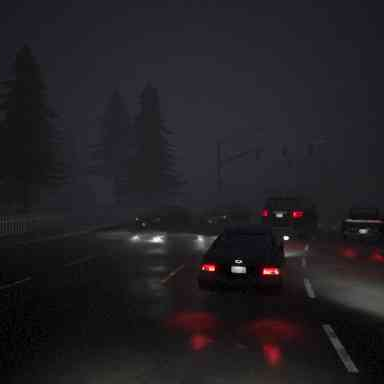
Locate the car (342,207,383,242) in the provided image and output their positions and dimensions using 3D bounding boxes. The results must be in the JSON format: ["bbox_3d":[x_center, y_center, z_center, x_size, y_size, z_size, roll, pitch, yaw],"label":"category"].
[{"bbox_3d":[8.649,1.491,16.603,2.128,1.511,4.902,0,0,29],"label":"car"}]

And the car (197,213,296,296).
[{"bbox_3d":[1.541,1.548,8.858,2.033,1.411,5.357,0,0,15],"label":"car"}]

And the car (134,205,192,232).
[{"bbox_3d":[-1.595,1.528,20.461,1.812,1.442,4.674,0,0,28],"label":"car"}]

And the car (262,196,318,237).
[{"bbox_3d":[5.478,1.222,18.307,2.150,2.045,5.566,0,0,28],"label":"car"}]

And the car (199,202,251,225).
[{"bbox_3d":[2.168,1.332,20.171,1.812,1.442,4.674,0,0,30],"label":"car"}]
